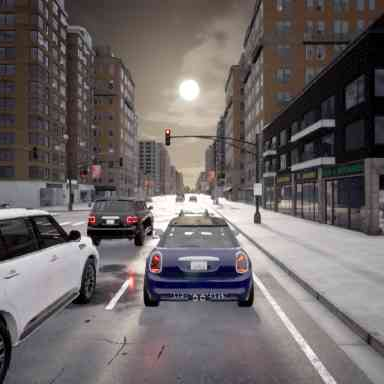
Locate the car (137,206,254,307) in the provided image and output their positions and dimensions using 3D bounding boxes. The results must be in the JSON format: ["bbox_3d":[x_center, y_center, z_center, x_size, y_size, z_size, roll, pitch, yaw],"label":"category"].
[{"bbox_3d":[0.127,1.353,8.145,2.097,1.767,4.553,0,0,0],"label":"car"}]

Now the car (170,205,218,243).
[{"bbox_3d":[0.118,1.495,17.213,2.128,1.511,4.902,0,0,1],"label":"car"}]

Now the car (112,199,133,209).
[{"bbox_3d":[-9.682,1.619,46.654,1.895,1.301,4.718,0,0,0],"label":"car"}]

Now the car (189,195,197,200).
[{"bbox_3d":[0.325,1.497,88.225,1.994,1.385,4.181,0,0,0],"label":"car"}]

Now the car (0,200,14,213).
[{"bbox_3d":[-22.018,1.597,36.065,4.313,1.339,1.947,0,0,0],"label":"car"}]

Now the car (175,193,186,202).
[{"bbox_3d":[-2.963,1.584,77.815,2.033,1.411,5.357,0,0,0],"label":"car"}]

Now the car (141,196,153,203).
[{"bbox_3d":[-9.491,1.591,70.675,1.994,1.385,4.181,0,0,0],"label":"car"}]

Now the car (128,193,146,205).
[{"bbox_3d":[-9.599,1.251,58.822,2.150,2.045,5.566,0,0,2],"label":"car"}]

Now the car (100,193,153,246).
[{"bbox_3d":[-3.096,1.225,15.341,2.150,2.045,5.566,0,0,0],"label":"car"}]

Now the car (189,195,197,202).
[{"bbox_3d":[0.289,1.569,78.217,1.812,1.442,4.674,0,0,0],"label":"car"}]

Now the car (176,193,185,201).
[{"bbox_3d":[-2.925,1.169,88.267,2.150,2.045,5.566,0,0,0],"label":"car"}]

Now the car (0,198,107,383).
[{"bbox_3d":[-3.138,1.222,4.988,2.150,2.045,5.566,0,0,1],"label":"car"}]
